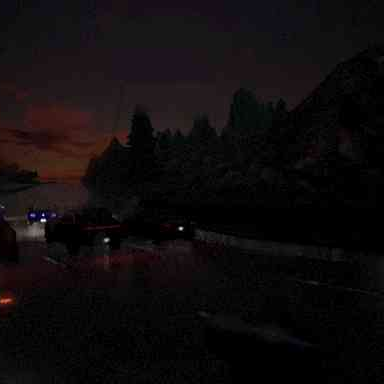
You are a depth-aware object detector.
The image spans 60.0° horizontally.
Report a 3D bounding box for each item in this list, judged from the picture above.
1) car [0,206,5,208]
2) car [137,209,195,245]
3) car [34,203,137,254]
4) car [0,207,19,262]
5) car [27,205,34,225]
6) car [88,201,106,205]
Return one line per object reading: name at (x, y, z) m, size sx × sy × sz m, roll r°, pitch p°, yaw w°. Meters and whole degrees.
car at (-13.567, 1.377, 21.902) m, size 1.882 × 1.535 × 5.008 m, roll 0°, pitch 0°, yaw -23°
car at (-1.713, 1.494, 15.488) m, size 1.994 × 1.385 × 4.181 m, roll 0°, pitch 0°, yaw -39°
car at (-4.448, 1.426, 13.305) m, size 2.128 × 1.511 × 4.902 m, roll 0°, pitch 0°, yaw -39°
car at (-7.184, 1.446, 11.122) m, size 1.837 × 1.490 × 4.892 m, roll 0°, pitch 0°, yaw -39°
car at (-10.349, 1.502, 23.280) m, size 1.895 × 1.301 × 4.718 m, roll 0°, pitch 0°, yaw -23°
car at (-7.107, 1.414, 24.601) m, size 1.812 × 1.442 × 4.674 m, roll 0°, pitch 0°, yaw -23°
